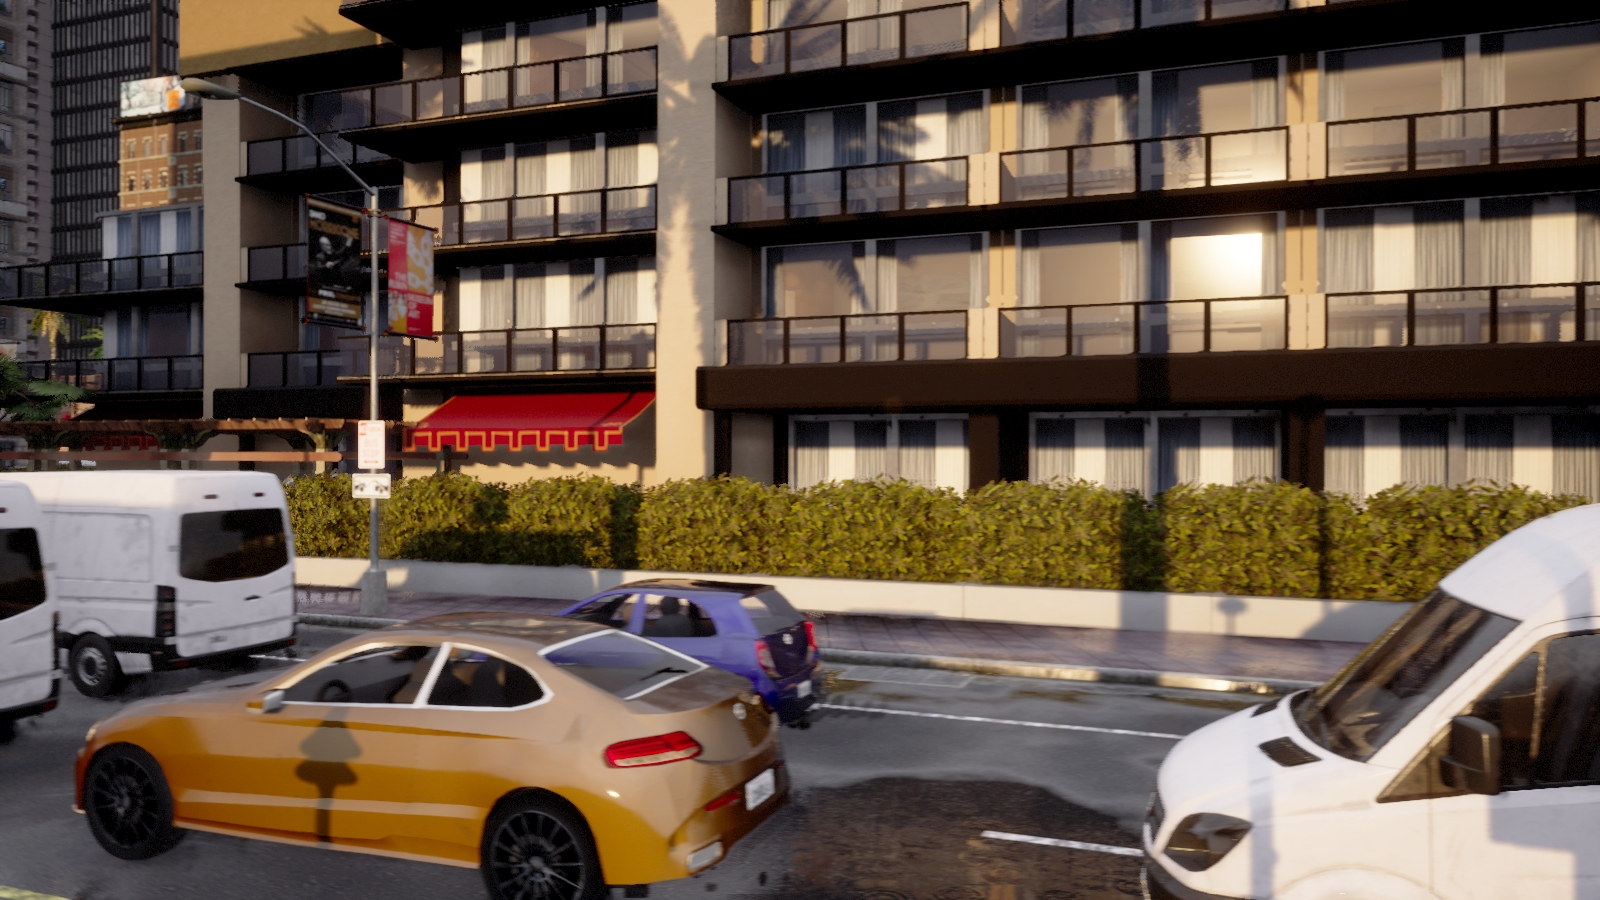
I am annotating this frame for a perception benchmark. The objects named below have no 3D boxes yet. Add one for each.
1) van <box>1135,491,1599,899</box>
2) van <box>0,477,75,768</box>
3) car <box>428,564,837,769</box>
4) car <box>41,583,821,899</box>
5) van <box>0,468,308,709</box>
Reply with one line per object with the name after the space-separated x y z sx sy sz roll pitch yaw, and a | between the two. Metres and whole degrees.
4.712 1.539 5.452 5.915 2.561 1.988 0 0 18 | van
-9.984 1.540 10.963 5.915 2.561 1.988 0 0 21 | van
-1.648 2.046 11.518 3.633 1.501 1.845 0 0 21 | car
-2.585 1.997 8.123 5.027 1.651 2.152 0 0 21 | car
-9.280 1.542 14.447 5.915 2.561 1.988 0 0 21 | van
